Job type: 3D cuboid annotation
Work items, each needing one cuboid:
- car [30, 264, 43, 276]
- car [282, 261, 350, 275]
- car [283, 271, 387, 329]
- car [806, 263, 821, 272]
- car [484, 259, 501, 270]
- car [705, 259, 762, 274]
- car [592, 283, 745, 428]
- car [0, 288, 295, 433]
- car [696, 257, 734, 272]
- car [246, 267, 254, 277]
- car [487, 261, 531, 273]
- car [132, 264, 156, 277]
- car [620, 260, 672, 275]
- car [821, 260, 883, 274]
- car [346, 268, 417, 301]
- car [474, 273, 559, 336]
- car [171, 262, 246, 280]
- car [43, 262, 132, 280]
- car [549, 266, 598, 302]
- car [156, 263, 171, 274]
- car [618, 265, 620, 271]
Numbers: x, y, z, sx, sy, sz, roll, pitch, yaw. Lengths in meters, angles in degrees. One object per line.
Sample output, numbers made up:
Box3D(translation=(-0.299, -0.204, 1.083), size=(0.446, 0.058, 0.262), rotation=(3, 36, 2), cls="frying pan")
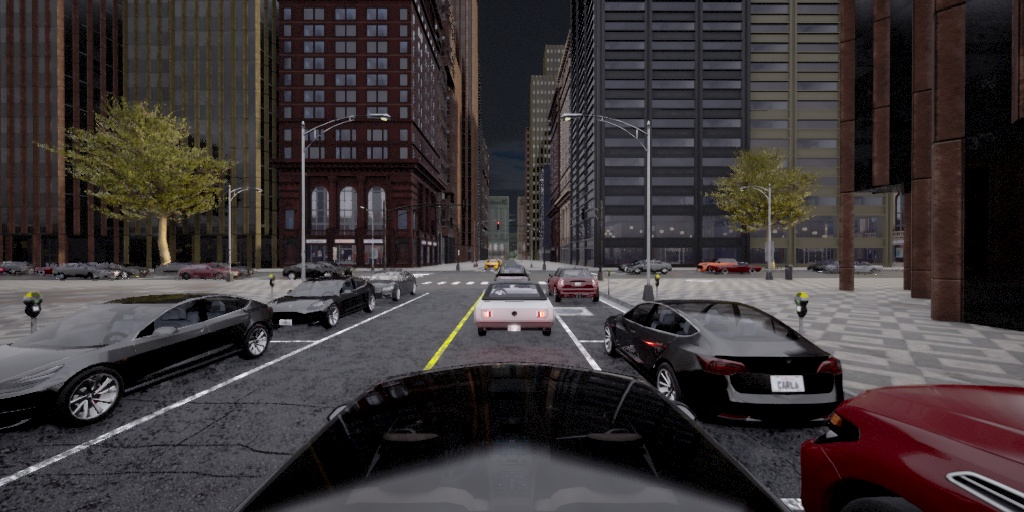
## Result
Box3D(translation=(-47.731, 1.475, 38.394), size=(4.718, 1.301, 1.895), rotation=(0, 0, 0), cls="car")
Box3D(translation=(-17.529, 1.298, 31.795), size=(5.008, 1.535, 1.882), rotation=(0, 0, -1), cls="car")
Box3D(translation=(-5.756, 1.316, 11.310), size=(1.948, 1.339, 4.313), rotation=(0, 0, 0), cls="car")
Box3D(translation=(37.654, 1.191, 41.818), size=(5.357, 1.411, 2.033), rotation=(0, 0, 0), cls="car")
Box3D(translation=(-3.022, 1.248, 53.432), size=(1.882, 1.535, 5.008), rotation=(0, 0, 0), cls="car")
Box3D(translation=(23.910, 1.289, 38.562), size=(4.718, 1.301, 1.895), rotation=(0, 0, 0), cls="car")
Box3D(translation=(2.766, 1.316, 5.671), size=(1.948, 1.339, 4.313), rotation=(0, 0, 0), cls="car")
Box3D(translation=(-5.759, 1.316, 5.673), size=(1.948, 1.339, 4.313), rotation=(0, 0, 0), cls="car")
Box3D(translation=(24.054, 1.024, 41.806), size=(4.553, 1.767, 2.097), rotation=(0, 0, 0), cls="car")
Box3D(translation=(-27.933, 1.339, 35.026), size=(4.892, 1.490, 1.837), rotation=(0, 0, 0), cls="car")
Box3D(translation=(0.012, 1.243, 19.586), size=(2.128, 1.511, 4.902), rotation=(0, 0, 0), cls="car")
Box3D(translation=(-38.339, 1.368, 35.021), size=(4.892, 1.490, 1.837), rotation=(0, 0, 0), cls="car")
Box3D(translation=(14.641, 1.200, 38.556), size=(4.902, 1.511, 2.128), rotation=(0, 0, -2), cls="car")
Box3D(translation=(36.654, 1.262, 38.568), size=(4.718, 1.301, 1.895), rotation=(0, 0, 0), cls="car")
Box3D(translation=(-5.753, 1.302, 16.946), size=(2.007, 1.370, 4.403), rotation=(0, 0, 0), cls="car")
Box3D(translation=(0.070, 1.351, 10.376), size=(1.895, 1.301, 4.718), rotation=(0, 0, 0), cls="car")
Box3D(translation=(-26.808, 1.372, 31.779), size=(4.674, 1.442, 1.812), rotation=(0, 0, 0), cls="car")
Box3D(translation=(-37.501, 1.368, 31.769), size=(4.902, 1.511, 2.128), rotation=(0, 0, 0), cls="car")
Box3D(translation=(2.772, 1.191, 16.943), size=(1.967, 1.591, 4.097), rotation=(0, 0, 0), cls="car")
Box3D(translation=(-38.856, 1.397, 41.709), size=(4.181, 1.385, 1.994), rotation=(0, 0, 0), cls="car")
Box3D(translation=(14.858, 1.197, 41.795), size=(4.892, 1.490, 1.837), rotation=(0, 0, 0), cls="car")
